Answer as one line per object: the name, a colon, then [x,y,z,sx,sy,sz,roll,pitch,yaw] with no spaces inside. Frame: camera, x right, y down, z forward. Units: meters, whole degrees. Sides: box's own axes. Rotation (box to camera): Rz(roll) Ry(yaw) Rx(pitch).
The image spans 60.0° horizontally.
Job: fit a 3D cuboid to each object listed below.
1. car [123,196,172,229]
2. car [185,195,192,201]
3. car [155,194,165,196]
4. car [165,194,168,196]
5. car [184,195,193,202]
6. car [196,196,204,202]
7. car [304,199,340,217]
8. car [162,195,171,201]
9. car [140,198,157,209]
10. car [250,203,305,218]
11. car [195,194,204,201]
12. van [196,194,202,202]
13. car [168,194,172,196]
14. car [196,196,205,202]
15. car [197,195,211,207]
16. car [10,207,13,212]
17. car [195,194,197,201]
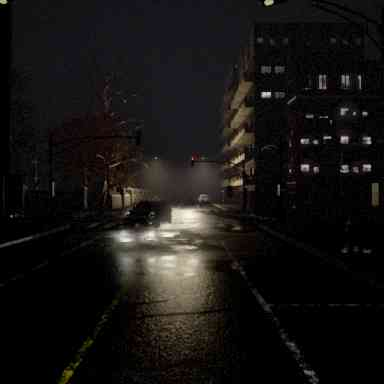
car: [-2.780,1.346,21.710,2.097,1.767,4.553,1,0,12]
car: [-0.874,1.480,86.688,1.837,1.490,4.892,0,0,-1]
car: [-6.278,1.573,58.588,1.752,1.417,4.829,0,0,-1]
car: [-6.337,1.373,64.388,2.192,1.841,5.009,0,0,-1]
car: [-0.770,1.619,76.270,2.033,1.411,5.357,0,0,-1]
car: [1.871,1.636,81.362,1.887,1.381,4.507,0,0,-1]
car: [13.111,1.616,35.370,5.009,1.841,2.192,1,-1,-1]
car: [-6.565,1.544,86.907,1.967,1.590,4.097,0,0,-1]
car: [-6.166,1.598,47.498,1.947,1.339,4.313,0,0,-1]
car: [8.053,1.778,32.407,4.718,1.301,1.895,2,0,-5]
car: [1.815,1.419,86.992,2.192,1.841,5.009,0,0,-1]
van: [2.100,1.389,58.843,1.690,1.788,3.998,0,0,-1]
car: [-6.509,1.531,81.278,1.967,1.590,4.097,0,0,-1]
car: [1.928,1.630,75.732,2.008,1.369,4.403,0,0,-1]
car: [2.157,1.585,53.212,1.887,1.381,4.507,0,0,-1]
car: [-18.591,1.254,28.937,5.357,1.411,2.033,1,0,-1]
car: [1.986,1.508,70.103,1.967,1.590,4.097,0,0,-1]
